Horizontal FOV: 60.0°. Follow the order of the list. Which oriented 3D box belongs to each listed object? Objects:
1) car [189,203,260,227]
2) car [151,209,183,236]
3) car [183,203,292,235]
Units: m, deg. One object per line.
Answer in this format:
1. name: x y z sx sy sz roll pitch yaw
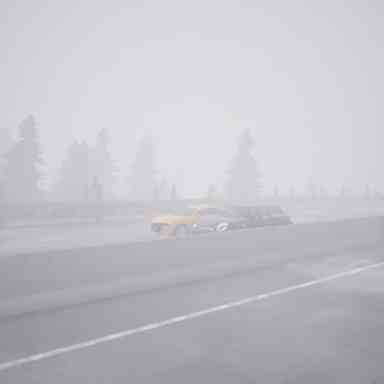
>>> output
1. car: 2.301 1.512 22.822 4.718 1.301 1.895 0 0 -35
2. car: 0.291 1.421 17.092 5.008 1.535 1.882 -1 0 -35
3. car: 2.192 1.297 14.149 4.553 1.767 2.097 0 0 -35
